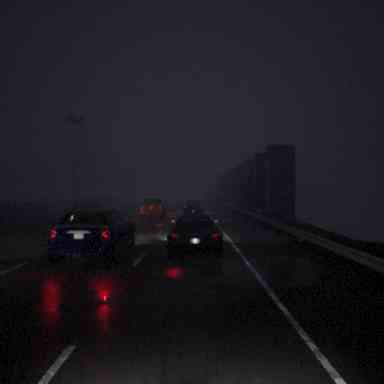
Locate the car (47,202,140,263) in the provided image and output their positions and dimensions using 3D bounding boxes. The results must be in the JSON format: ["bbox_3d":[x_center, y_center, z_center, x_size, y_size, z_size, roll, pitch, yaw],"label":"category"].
[{"bbox_3d":[-3.395,1.342,12.083,2.097,1.767,4.553,0,0,0],"label":"car"}]

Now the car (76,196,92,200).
[{"bbox_3d":[-20.420,1.455,62.697,2.128,1.511,4.902,0,0,2],"label":"car"}]

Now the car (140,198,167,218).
[{"bbox_3d":[-3.385,1.328,29.870,2.097,1.767,4.553,0,0,0],"label":"car"}]

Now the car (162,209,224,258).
[{"bbox_3d":[0.105,1.554,12.814,1.994,1.385,4.181,0,0,0],"label":"car"}]

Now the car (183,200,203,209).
[{"bbox_3d":[0.132,1.500,31.999,1.812,1.442,4.674,0,0,0],"label":"car"}]

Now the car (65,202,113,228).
[{"bbox_3d":[-6.890,1.487,22.815,1.837,1.490,4.892,0,0,0],"label":"car"}]

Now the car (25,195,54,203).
[{"bbox_3d":[-24.161,1.506,53.870,2.033,1.411,5.357,0,0,2],"label":"car"}]
